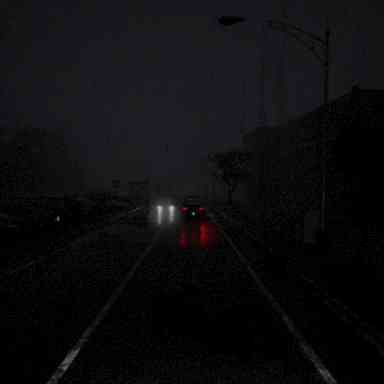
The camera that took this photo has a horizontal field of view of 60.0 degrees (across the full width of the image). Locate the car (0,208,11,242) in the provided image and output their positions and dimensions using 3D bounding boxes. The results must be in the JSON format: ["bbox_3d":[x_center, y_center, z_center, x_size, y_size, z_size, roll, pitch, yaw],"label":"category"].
[{"bbox_3d":[-8.958,1.423,10.654,4.892,1.521,2.231,0,0,0],"label":"car"}]

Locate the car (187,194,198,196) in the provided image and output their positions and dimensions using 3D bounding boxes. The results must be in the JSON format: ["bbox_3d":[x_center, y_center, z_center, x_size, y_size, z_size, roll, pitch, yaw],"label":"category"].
[{"bbox_3d":[0.097,1.046,41.730,2.128,1.511,4.902,0,1,0],"label":"car"}]

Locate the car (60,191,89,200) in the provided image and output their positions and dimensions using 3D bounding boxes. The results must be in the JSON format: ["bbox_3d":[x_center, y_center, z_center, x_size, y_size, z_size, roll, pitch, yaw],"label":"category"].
[{"bbox_3d":[-22.137,0.632,62.751,4.553,1.767,2.185,0,1,0],"label":"car"}]

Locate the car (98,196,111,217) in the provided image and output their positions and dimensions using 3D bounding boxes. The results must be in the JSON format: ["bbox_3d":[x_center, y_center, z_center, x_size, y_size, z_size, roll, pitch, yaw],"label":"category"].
[{"bbox_3d":[-8.966,1.270,24.676,5.008,1.535,2.097,0,1,0],"label":"car"}]

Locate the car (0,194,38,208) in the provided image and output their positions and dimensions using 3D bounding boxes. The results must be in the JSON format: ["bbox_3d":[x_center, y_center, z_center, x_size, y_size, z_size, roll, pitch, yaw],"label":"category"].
[{"bbox_3d":[-21.888,1.053,40.550,5.366,1.575,1.946,0,1,0],"label":"car"}]

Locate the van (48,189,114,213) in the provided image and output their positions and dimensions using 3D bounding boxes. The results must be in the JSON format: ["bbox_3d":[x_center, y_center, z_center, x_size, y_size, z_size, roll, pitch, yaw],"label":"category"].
[{"bbox_3d":[-9.092,1.006,27.476,4.442,1.987,1.878,0,1,0],"label":"van"}]

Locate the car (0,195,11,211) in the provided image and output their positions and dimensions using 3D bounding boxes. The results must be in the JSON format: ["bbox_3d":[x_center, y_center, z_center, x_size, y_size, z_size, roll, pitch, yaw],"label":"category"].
[{"bbox_3d":[-22.072,1.132,35.000,4.892,1.521,2.231,0,1,0],"label":"car"}]

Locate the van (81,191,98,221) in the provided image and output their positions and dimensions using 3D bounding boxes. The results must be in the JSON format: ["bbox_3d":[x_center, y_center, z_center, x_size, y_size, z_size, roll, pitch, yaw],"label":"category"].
[{"bbox_3d":[-8.851,1.081,21.866,4.442,1.987,1.878,0,1,0],"label":"van"}]

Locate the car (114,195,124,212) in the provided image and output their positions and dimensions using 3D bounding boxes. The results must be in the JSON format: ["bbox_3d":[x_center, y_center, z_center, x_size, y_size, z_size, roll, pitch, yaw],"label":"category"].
[{"bbox_3d":[-8.982,1.234,30.282,4.674,1.452,2.002,0,1,0],"label":"car"}]

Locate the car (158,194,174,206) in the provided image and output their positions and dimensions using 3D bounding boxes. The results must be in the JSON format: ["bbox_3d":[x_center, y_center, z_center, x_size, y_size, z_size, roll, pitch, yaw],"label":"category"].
[{"bbox_3d":[-3.341,1.058,43.324,1.812,1.442,4.674,0,1,0],"label":"car"}]

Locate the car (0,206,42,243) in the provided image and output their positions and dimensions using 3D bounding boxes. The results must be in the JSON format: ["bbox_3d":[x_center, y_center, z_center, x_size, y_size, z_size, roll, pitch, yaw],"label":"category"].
[{"bbox_3d":[-8.953,1.439,13.457,4.674,1.452,2.002,0,0,0],"label":"car"}]

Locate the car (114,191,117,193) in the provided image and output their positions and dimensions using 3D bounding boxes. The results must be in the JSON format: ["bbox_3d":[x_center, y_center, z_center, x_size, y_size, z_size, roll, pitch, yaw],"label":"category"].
[{"bbox_3d":[-8.959,0.867,35.885,5.566,2.045,2.435,0,1,0],"label":"car"}]

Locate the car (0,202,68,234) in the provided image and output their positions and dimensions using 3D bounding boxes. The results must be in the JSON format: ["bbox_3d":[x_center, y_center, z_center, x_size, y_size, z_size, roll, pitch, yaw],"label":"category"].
[{"bbox_3d":[-8.989,1.402,16.265,4.792,1.488,2.163,0,1,0],"label":"car"}]

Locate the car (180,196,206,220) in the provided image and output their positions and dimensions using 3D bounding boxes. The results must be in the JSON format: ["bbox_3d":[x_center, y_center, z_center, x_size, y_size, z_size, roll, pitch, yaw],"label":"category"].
[{"bbox_3d":[0.102,1.286,25.204,1.812,1.442,4.674,0,1,0],"label":"car"}]

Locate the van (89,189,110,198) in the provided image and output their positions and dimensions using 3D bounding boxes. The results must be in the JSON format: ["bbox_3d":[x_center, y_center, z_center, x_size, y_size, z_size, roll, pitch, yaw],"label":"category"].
[{"bbox_3d":[-22.011,0.317,79.400,4.442,1.987,1.878,0,1,0],"label":"van"}]

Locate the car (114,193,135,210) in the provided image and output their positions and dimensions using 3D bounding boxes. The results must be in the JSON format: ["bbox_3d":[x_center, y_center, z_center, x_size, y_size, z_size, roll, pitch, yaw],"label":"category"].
[{"bbox_3d":[-8.798,1.153,33.085,5.366,1.575,1.946,0,1,0],"label":"car"}]

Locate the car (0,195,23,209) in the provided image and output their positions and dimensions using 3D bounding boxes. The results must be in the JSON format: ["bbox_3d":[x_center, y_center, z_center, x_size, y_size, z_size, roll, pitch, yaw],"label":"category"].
[{"bbox_3d":[-22.099,1.123,37.775,4.792,1.488,2.163,0,1,0],"label":"car"}]

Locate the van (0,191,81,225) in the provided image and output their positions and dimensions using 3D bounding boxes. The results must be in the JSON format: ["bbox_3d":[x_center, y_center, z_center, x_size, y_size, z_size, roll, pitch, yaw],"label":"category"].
[{"bbox_3d":[-9.080,1.114,19.064,4.442,1.987,1.878,0,1,0],"label":"van"}]
